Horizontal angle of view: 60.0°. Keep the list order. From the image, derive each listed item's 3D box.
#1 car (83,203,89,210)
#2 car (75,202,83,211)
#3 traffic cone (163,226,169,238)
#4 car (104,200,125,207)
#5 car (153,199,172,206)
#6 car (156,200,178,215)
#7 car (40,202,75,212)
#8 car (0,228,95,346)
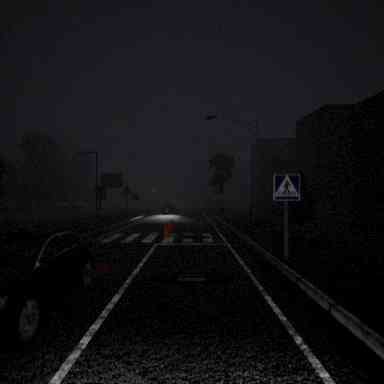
[{"bbox_3d":[-21.853,2.546,59.895,5.008,1.535,2.097,0,-1,0],"label":"car"},{"bbox_3d":[-21.852,2.475,56.622,4.892,1.521,2.231,0,-1,0],"label":"car"},{"bbox_3d":[-1.371,2.137,17.754,0.340,0.580,0.340,0,-1,0],"label":"traffic cone"},{"bbox_3d":[-21.741,3.244,91.521,5.008,1.535,2.097,0,-1,0],"label":"car"},{"bbox_3d":[-8.652,3.315,94.244,4.892,1.521,2.231,0,-1,0],"label":"car"},{"bbox_3d":[-3.181,2.264,44.856,2.128,1.511,4.902,0,-1,0],"label":"car"},{"bbox_3d":[-21.865,2.443,53.346,4.674,1.452,2.002,0,-1,0],"label":"car"},{"bbox_3d":[-3.347,1.513,6.482,2.128,1.511,4.902,0,0,0],"label":"car"}]
